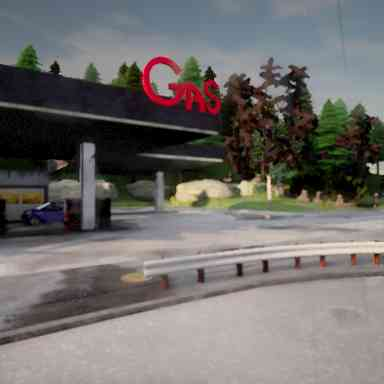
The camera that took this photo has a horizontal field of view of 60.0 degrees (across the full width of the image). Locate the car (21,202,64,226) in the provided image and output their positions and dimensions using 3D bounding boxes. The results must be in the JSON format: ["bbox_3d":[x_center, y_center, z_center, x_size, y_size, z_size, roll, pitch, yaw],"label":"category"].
[{"bbox_3d":[-9.387,1.420,22.215,3.633,1.501,1.845,0,0,-35],"label":"car"}]
